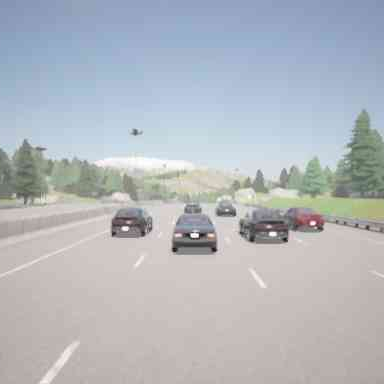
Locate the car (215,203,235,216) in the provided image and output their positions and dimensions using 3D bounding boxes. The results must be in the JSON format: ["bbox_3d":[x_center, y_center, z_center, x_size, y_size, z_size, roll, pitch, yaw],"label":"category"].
[{"bbox_3d":[3.593,1.847,36.171,1.994,1.385,4.181,0,0,0],"label":"car"}]

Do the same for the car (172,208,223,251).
[{"bbox_3d":[0.096,1.650,14.630,2.033,1.411,5.357,0,0,0],"label":"car"}]

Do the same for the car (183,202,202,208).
[{"bbox_3d":[0.091,1.773,36.021,2.128,1.511,4.902,0,0,0],"label":"car"}]

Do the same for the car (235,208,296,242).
[{"bbox_3d":[3.594,1.631,17.234,1.837,1.490,4.892,0,0,0],"label":"car"}]

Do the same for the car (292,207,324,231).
[{"bbox_3d":[7.095,1.689,21.795,1.812,1.442,4.674,0,0,0],"label":"car"}]

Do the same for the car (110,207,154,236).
[{"bbox_3d":[-3.405,1.646,19.391,1.837,1.490,4.892,0,0,0],"label":"car"}]
